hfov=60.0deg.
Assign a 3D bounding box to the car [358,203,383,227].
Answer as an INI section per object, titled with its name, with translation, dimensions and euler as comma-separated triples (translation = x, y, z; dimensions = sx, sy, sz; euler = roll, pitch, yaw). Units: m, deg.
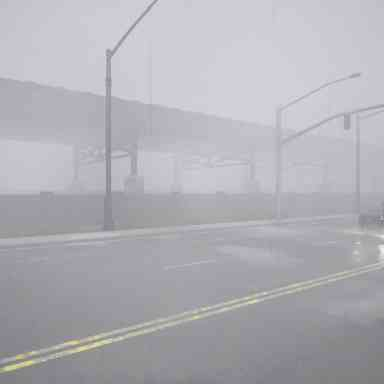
[car]
translation = 12.874, 1.477, 21.860
dimensions = 5.008, 1.535, 1.882
euler = 0, 0, -36
